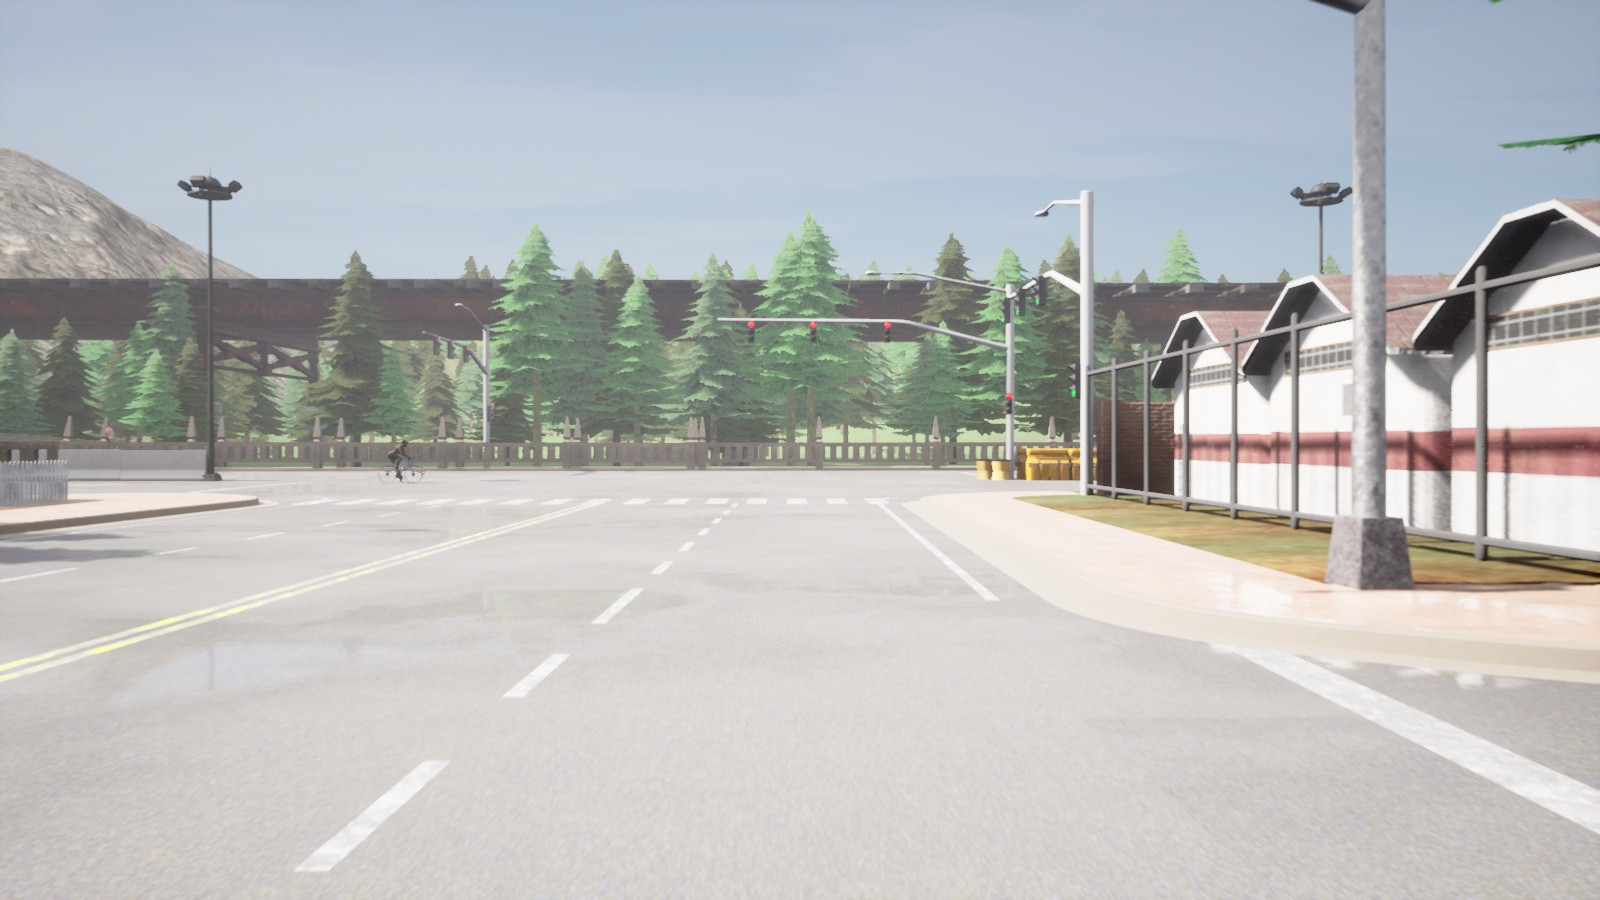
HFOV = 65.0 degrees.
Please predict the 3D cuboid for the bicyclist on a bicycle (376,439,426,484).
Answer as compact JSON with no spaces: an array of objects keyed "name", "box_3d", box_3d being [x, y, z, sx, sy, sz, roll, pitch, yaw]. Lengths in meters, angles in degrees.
[{"name":"bicyclist on a bicycle","box_3d":[-14.812,0.424,46.637,1.656,1.620,0.582,0,0,-1]}]
